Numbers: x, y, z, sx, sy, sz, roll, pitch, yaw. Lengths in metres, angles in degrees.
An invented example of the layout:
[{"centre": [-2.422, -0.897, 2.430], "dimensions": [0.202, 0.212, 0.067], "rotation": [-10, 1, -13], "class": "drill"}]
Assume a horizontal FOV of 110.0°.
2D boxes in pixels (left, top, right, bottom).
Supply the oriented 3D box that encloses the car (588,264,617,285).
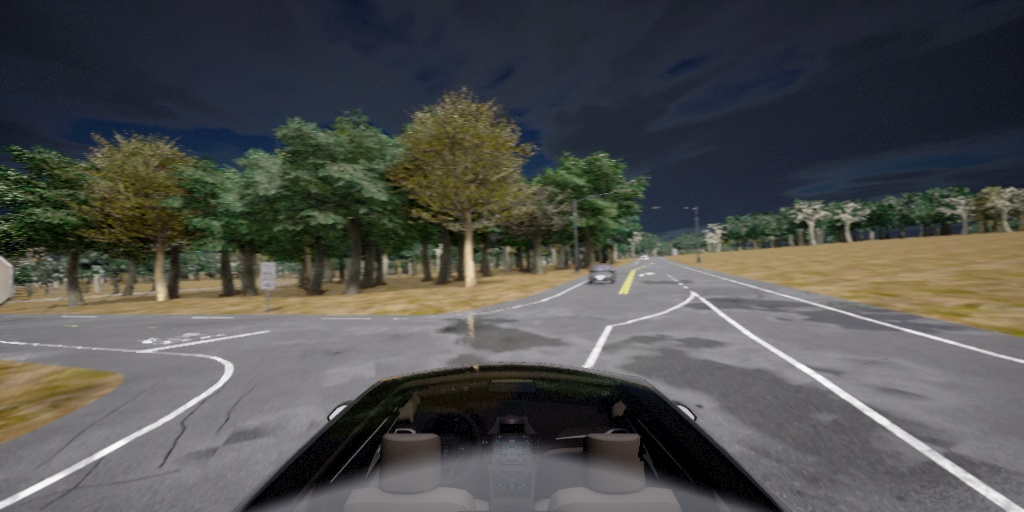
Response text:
[{"centre": [7.007, 1.368, 27.569], "dimensions": [2.128, 1.511, 4.902], "rotation": [-3, -1, 20], "class": "car"}]
